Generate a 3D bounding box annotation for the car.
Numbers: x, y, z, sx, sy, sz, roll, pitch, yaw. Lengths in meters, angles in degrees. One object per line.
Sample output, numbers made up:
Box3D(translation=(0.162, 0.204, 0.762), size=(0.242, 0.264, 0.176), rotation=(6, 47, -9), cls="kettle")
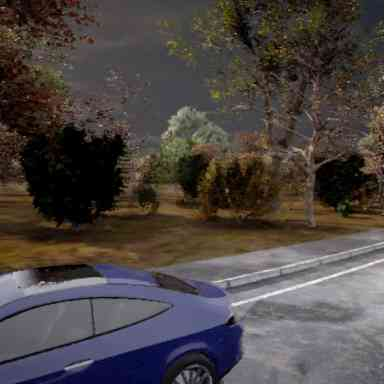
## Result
Box3D(translation=(-1.581, 1.519, 3.166), size=(4.674, 1.442, 1.812), rotation=(0, 0, -33), cls="car")
